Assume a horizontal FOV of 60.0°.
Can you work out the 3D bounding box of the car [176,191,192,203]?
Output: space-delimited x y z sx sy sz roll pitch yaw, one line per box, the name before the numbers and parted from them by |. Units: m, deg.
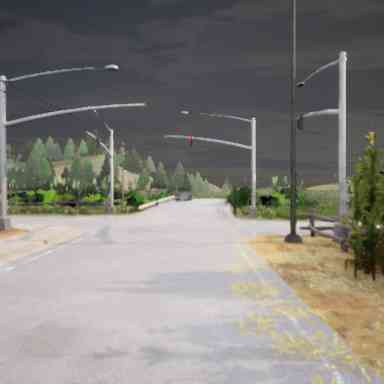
car | -1.067 0.677 46.670 2.128 1.511 4.902 0 3 7
